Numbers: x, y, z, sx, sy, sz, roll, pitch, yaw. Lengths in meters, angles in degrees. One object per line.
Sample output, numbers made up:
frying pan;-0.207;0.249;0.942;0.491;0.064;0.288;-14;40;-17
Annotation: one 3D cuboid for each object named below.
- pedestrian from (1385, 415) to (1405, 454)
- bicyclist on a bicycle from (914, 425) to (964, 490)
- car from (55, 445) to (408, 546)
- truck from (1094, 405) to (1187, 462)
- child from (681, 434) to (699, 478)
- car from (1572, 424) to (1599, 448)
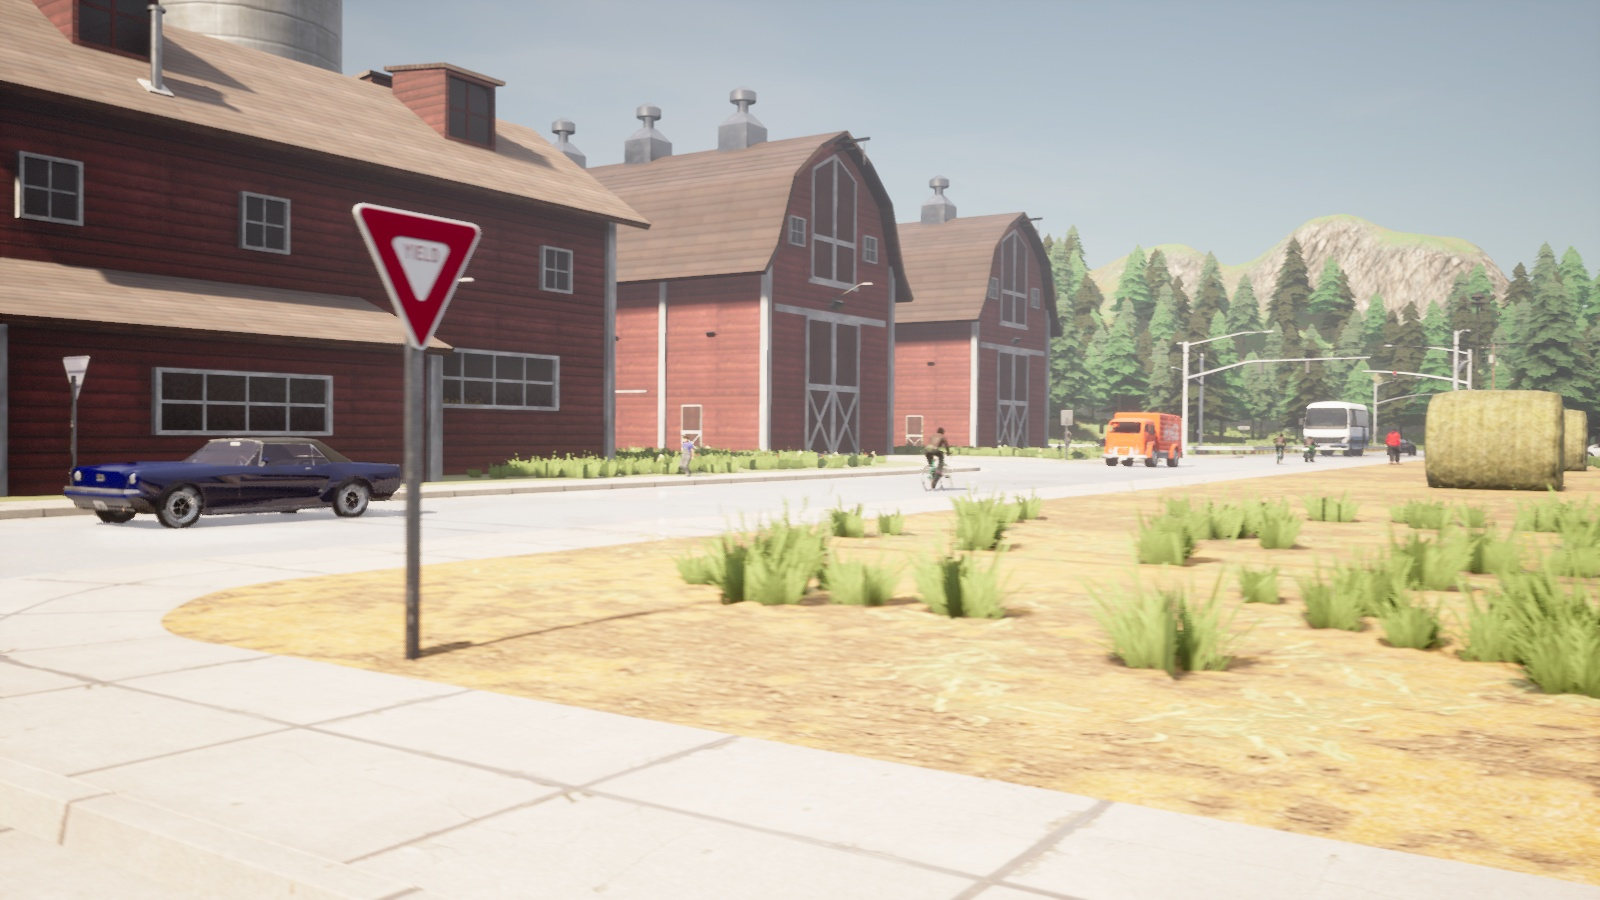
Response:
pedestrian;28.811;-0.744;60.801;0.634;1.844;0.899;0;1;42
bicyclist on a bicycle;3.572;0.183;32.104;0.582;1.620;1.656;0;1;33
car;-8.649;0.611;19.565;1.895;1.301;4.718;0;1;33
truck;15.581;-0.738;57.252;2.627;2.467;5.204;1;0;33
child;-3.152;0.174;35.987;0.270;1.263;0.437;0;1;37
car;52.634;-0.907;81.182;4.514;1.525;2.007;0;1;34
